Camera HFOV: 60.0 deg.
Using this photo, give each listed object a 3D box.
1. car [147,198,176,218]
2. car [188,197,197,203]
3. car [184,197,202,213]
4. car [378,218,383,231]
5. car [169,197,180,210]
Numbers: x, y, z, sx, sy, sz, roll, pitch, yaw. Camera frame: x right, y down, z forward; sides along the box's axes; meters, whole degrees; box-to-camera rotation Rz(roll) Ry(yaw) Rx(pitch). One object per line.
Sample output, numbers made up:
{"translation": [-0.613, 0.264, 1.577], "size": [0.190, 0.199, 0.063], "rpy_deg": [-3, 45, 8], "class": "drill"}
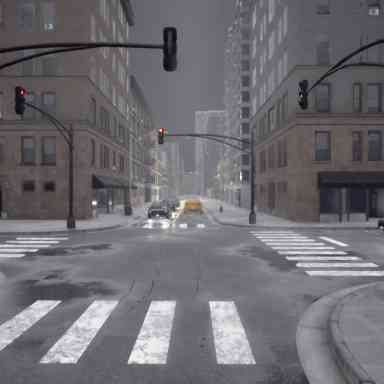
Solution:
{"translation": [-2.831, 1.556, 30.010], "size": [2.033, 1.411, 5.357], "rpy_deg": [0, 0, 0], "class": "car"}
{"translation": [0.148, 1.671, 70.052], "size": [1.895, 1.301, 4.718], "rpy_deg": [0, 0, 0], "class": "car"}
{"translation": [0.118, 1.493, 37.680], "size": [1.882, 1.535, 5.008], "rpy_deg": [0, 0, 0], "class": "car"}
{"translation": [12.379, 1.564, 17.904], "size": [4.313, 1.339, 1.947], "rpy_deg": [0, 0, 0], "class": "car"}
{"translation": [-2.820, 1.522, 39.839], "size": [1.837, 1.490, 4.892], "rpy_deg": [0, 0, 0], "class": "car"}
